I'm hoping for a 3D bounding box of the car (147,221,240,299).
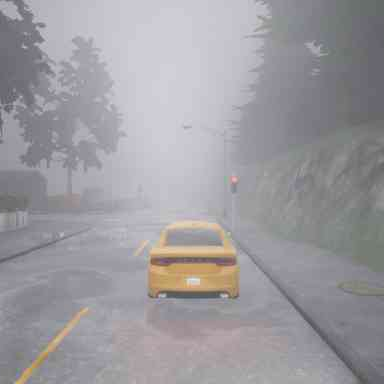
[{"bbox_3d":[0.049,1.478,8.528,1.882,1.535,5.008,0,0,1],"label":"car"}]

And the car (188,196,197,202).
[{"bbox_3d":[0.012,1.508,71.061,1.895,1.301,4.718,0,0,0],"label":"car"}]
